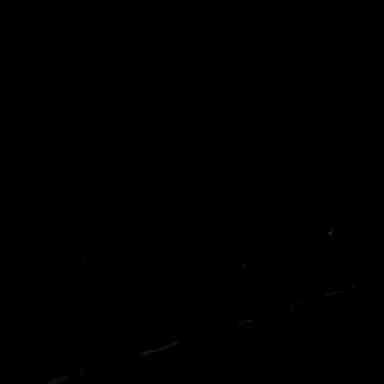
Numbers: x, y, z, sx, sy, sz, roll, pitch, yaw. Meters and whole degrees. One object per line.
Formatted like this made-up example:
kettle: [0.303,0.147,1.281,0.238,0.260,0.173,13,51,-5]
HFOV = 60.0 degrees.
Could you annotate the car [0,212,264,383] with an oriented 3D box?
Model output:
car: [-1.406,1.314,5.529,5.009,1.841,2.192,0,0,-36]

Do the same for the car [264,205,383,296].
car: [3.183,1.308,8.808,5.009,1.841,2.192,0,0,-36]
